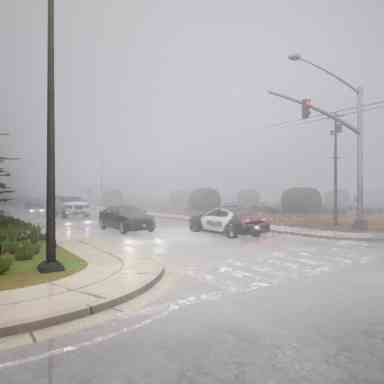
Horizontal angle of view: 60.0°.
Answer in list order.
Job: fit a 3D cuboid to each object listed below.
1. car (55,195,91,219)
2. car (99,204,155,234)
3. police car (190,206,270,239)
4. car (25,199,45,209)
[{"bbox_3d":[-10.923,1.251,29.852,2.150,2.045,5.566,0,0,-35],"label":"car"},{"bbox_3d":[-3.936,1.505,19.679,1.882,1.535,5.008,0,0,-34],"label":"car"},{"bbox_3d":[1.733,1.537,17.783,2.038,1.542,4.974,0,0,-34],"label":"police car"},{"bbox_3d":[-21.267,1.593,45.086,1.994,1.385,4.181,0,0,-34],"label":"car"}]
